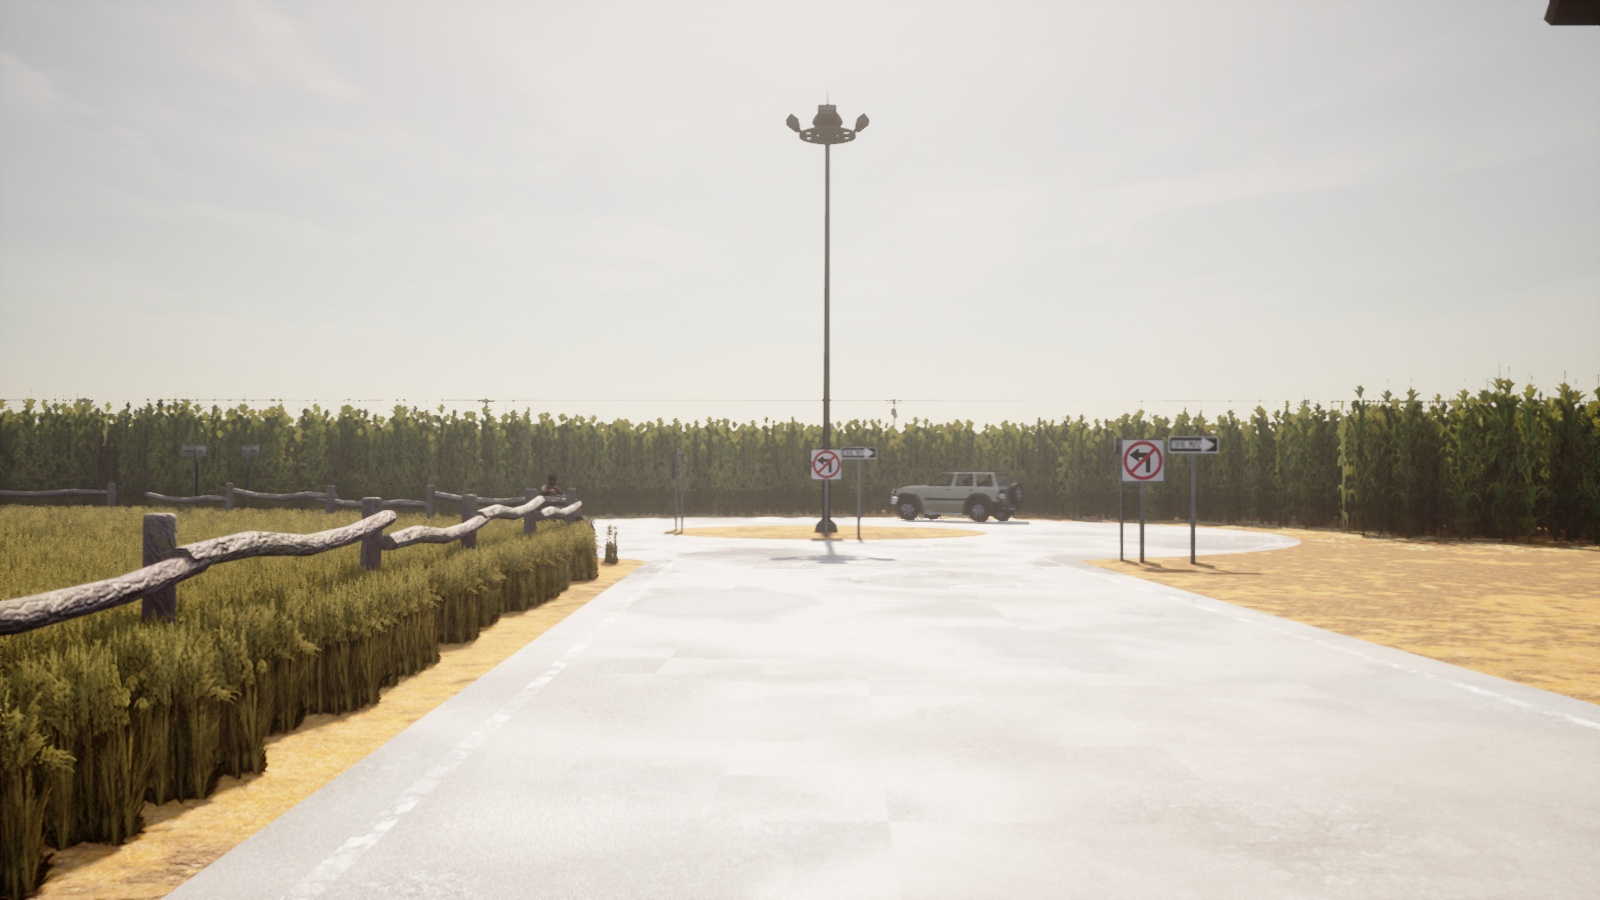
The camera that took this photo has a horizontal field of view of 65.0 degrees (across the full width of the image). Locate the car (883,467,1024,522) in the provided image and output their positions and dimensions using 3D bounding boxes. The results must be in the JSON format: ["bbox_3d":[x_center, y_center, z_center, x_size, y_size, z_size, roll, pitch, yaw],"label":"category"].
[{"bbox_3d":[5.421,1.557,44.529,4.605,1.855,1.932,-1,-2,35],"label":"car"}]

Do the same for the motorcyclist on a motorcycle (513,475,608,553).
[{"bbox_3d":[-5.310,1.381,27.732,2.350,1.649,0.766,-1,-2,41],"label":"motorcyclist on a motorcycle"}]
